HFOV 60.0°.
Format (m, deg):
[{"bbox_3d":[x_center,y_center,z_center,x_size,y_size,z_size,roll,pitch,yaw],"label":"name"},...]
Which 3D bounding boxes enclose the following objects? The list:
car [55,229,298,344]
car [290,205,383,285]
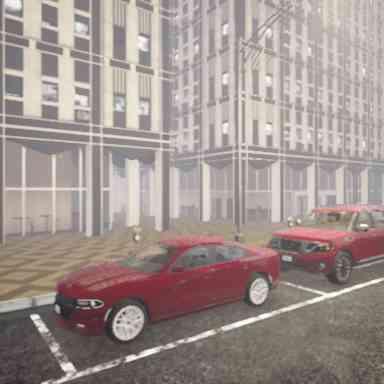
[{"bbox_3d":[-0.226,1.551,6.406,4.507,1.381,1.887,0,0,-36],"label":"car"},{"bbox_3d":[4.411,1.332,9.721,5.009,1.841,2.192,0,0,-36],"label":"car"}]
